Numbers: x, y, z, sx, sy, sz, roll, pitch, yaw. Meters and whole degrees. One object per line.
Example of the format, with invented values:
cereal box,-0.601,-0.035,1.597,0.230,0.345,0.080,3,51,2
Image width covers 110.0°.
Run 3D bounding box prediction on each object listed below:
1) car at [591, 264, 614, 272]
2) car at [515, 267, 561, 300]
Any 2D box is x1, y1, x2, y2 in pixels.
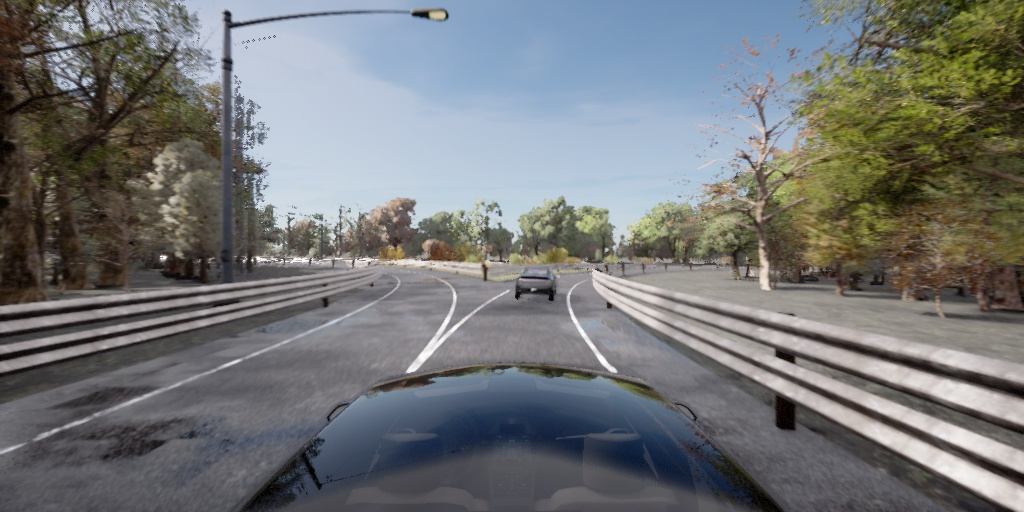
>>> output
car,12.667,1.777,49.803,1.895,1.301,4.718,0,-1,34
car,1.360,1.304,18.177,2.128,1.511,4.902,2,0,9
